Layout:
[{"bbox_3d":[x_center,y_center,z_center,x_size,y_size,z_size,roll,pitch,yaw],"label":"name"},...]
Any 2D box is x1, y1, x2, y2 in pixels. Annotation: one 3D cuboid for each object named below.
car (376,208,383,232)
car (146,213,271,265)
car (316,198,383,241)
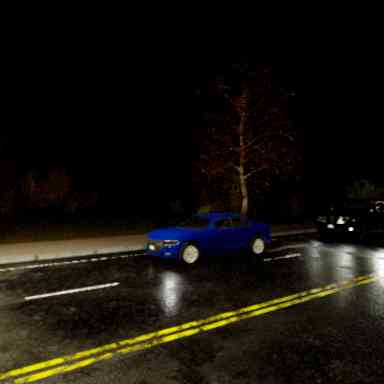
[{"bbox_3d":[10.791,1.634,15.272,5.008,1.535,1.882,1,-1,-35],"label":"car"},{"bbox_3d":[0.746,1.545,12.190,5.008,1.535,1.882,1,0,-36],"label":"car"},{"bbox_3d":[9.152,1.379,18.190,5.566,2.045,2.150,1,0,-36],"label":"car"}]
